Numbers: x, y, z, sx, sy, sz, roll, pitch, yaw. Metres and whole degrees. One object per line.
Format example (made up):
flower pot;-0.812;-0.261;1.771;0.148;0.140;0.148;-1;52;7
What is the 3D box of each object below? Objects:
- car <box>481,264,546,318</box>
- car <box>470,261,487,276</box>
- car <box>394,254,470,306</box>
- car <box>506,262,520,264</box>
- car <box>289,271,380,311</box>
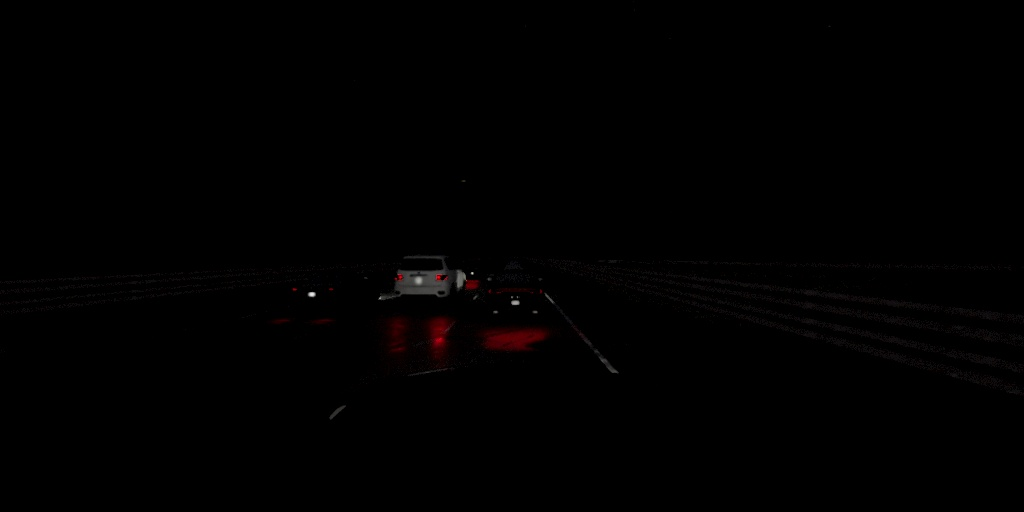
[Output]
car;0.102;1.212;12.922;1.882;1.535;5.008;0;0;0
car;-3.402;1.223;33.005;1.837;1.490;4.892;0;0;0
car;-3.398;0.952;15.750;2.150;2.045;5.566;0;0;0
car;0.104;1.244;33.767;1.812;1.442;4.674;0;0;0
car;-6.899;1.297;14.373;1.994;1.385;4.181;0;0;0
